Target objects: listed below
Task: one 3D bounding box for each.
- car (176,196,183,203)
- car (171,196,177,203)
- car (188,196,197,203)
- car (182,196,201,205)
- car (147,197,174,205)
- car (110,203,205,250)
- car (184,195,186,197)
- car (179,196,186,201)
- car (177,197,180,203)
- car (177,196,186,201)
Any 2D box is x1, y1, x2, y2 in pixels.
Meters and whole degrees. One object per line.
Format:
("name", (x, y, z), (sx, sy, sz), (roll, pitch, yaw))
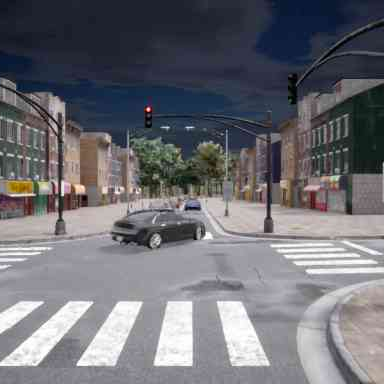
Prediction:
("car", (-2.648, 1.569, 46.296), (1.887, 1.381, 4.507), (-1, 0, 0))
("car", (-2.648, 1.448, 29.992), (1.967, 1.590, 4.097), (-1, 0, 0))
("car", (0.100, 1.583, 69.030), (1.812, 1.442, 4.674), (0, 0, 0))
("car", (0.099, 1.584, 42.586), (1.994, 1.385, 4.181), (0, 0, 0))
("car", (-2.648, 1.444, 24.558), (1.967, 1.590, 4.097), (-1, 0, 0))
("car", (-1.297, 1.505, 14.505), (1.837, 1.490, 4.892), (3, 2, 37))
("car", (-2.648, 1.625, 78.905), (2.008, 1.369, 4.403), (-1, 0, 0))
("car", (-2.648, 1.677, 89.775), (1.802, 1.307, 4.206), (-1, 0, 0))
("car", (-2.647, 1.578, 35.427), (1.947, 1.339, 4.313), (-1, 0, 0))
("car", (-2.648, 1.650, 84.340), (1.947, 1.339, 4.313), (-1, 0, 0))
